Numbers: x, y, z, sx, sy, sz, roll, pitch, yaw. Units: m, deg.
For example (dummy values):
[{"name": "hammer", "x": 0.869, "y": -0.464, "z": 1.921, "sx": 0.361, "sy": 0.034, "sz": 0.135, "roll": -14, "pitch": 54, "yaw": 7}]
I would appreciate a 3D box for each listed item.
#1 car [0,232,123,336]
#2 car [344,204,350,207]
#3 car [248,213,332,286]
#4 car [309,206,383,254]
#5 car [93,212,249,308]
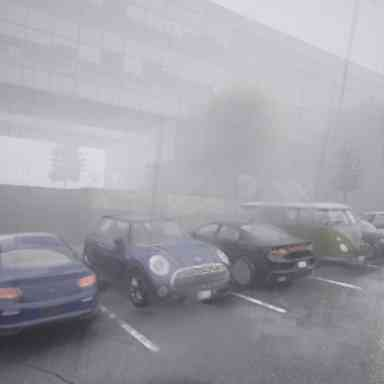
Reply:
[{"name": "car", "x": -3.312, "y": 1.529, "z": 6.600, "sx": 2.002, "sy": 1.452, "sz": 4.674, "roll": 1, "pitch": 0, "yaw": -35}, {"name": "car", "x": 10.364, "y": 1.510, "z": 16.290, "sx": 2.185, "sy": 1.767, "sz": 4.553, "roll": 1, "pitch": 0, "yaw": -35}, {"name": "car", "x": 1.141, "y": 1.537, "z": 9.763, "sx": 2.097, "sy": 1.535, "sz": 5.008, "roll": 1, "pitch": 0, "yaw": -35}, {"name": "car", "x": 8.073, "y": 1.612, "z": 14.692, "sx": 2.231, "sy": 1.521, "sz": 4.892, "roll": 1, "pitch": 0, "yaw": -35}, {"name": "car", "x": -1.054, "y": 1.388, "z": 8.246, "sx": 2.185, "sy": 1.767, "sz": 4.553, "roll": 1, "pitch": 0, "yaw": -35}]
